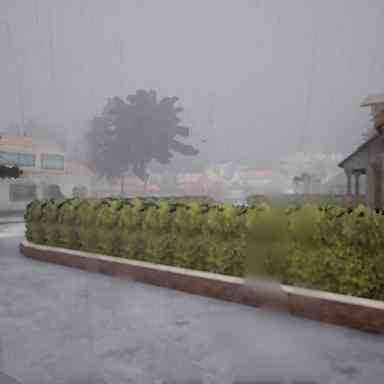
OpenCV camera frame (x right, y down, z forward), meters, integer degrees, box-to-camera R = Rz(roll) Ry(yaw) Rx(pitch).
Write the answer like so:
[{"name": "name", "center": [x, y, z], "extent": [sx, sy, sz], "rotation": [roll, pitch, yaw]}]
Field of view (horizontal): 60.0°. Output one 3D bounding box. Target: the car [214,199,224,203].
[{"name": "car", "center": [2.771, 1.511, 35.703], "extent": [2.128, 1.511, 4.902], "rotation": [0, 0, 36]}]
